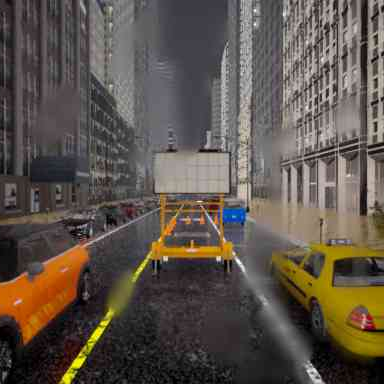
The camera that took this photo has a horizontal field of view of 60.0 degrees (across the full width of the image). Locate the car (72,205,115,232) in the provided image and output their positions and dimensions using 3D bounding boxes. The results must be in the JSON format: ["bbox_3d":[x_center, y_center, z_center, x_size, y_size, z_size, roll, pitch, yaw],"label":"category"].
[{"bbox_3d":[-5.697,1.552,17.455,2.008,1.369,4.403,-1,0,0],"label":"car"}]

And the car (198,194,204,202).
[{"bbox_3d":[2.686,1.555,62.924,2.008,1.369,4.403,-1,0,0],"label":"car"}]

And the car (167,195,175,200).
[{"bbox_3d":[-5.693,1.529,91.173,1.752,1.417,4.829,-1,0,0],"label":"car"}]

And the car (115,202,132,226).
[{"bbox_3d":[-5.696,1.568,23.139,1.947,1.339,4.313,-1,0,0],"label":"car"}]

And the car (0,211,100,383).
[{"bbox_3d":[-3.101,1.352,4.956,2.097,1.767,4.553,0,0,0],"label":"car"}]

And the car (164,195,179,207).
[{"bbox_3d":[-2.997,1.567,50.963,1.994,1.385,4.181,0,0,0],"label":"car"}]

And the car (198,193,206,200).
[{"bbox_3d":[2.686,1.319,91.343,2.192,1.841,5.009,-1,0,0],"label":"car"}]

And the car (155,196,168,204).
[{"bbox_3d":[-5.694,1.555,62.924,2.008,1.369,4.403,-1,0,0],"label":"car"}]

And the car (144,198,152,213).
[{"bbox_3d":[-5.696,1.553,34.506,2.008,1.369,4.403,-1,0,0],"label":"car"}]

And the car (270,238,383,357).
[{"bbox_3d":[2.683,1.526,6.257,1.752,1.417,4.829,-1,0,0],"label":"car"}]

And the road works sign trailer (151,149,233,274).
[{"bbox_3d":[0.002,0.465,10.487,2.380,3.560,2.880,0,0,0],"label":"road works sign trailer"}]

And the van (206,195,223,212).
[{"bbox_3d":[2.683,1.344,40.190,1.690,1.788,3.998,-1,0,0],"label":"van"}]

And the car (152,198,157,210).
[{"bbox_3d":[-5.695,1.585,40.190,1.802,1.307,4.206,-1,0,0],"label":"car"}]

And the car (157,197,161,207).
[{"bbox_3d":[-5.695,1.554,51.557,2.008,1.369,4.403,-1,0,0],"label":"car"}]

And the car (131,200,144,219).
[{"bbox_3d":[-5.696,1.547,28.823,1.887,1.381,4.507,-1,0,0],"label":"car"}]

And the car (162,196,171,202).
[{"bbox_3d":[-5.693,1.586,74.292,1.802,1.307,4.206,-1,0,0],"label":"car"}]

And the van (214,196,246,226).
[{"bbox_3d":[2.682,1.343,23.139,1.690,1.788,3.998,-1,0,0],"label":"van"}]

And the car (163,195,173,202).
[{"bbox_3d":[-5.694,1.444,79.975,1.967,1.590,4.097,-1,0,0],"label":"car"}]

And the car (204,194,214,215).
[{"bbox_3d":[2.682,1.318,34.506,2.192,1.841,5.009,-1,0,0],"label":"car"}]
